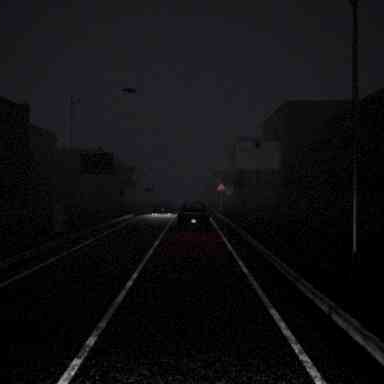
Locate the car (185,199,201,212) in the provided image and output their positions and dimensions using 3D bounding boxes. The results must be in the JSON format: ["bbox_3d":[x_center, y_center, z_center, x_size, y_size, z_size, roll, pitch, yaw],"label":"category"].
[{"bbox_3d":[0.089,1.640,41.139,1.895,1.301,4.718,0,1,0],"label":"car"}]

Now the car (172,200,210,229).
[{"bbox_3d":[0.096,1.391,20.752,2.128,1.511,4.902,0,0,0],"label":"car"}]

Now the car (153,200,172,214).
[{"bbox_3d":[-3.008,1.587,35.633,1.994,1.385,4.181,0,-1,0],"label":"car"}]
